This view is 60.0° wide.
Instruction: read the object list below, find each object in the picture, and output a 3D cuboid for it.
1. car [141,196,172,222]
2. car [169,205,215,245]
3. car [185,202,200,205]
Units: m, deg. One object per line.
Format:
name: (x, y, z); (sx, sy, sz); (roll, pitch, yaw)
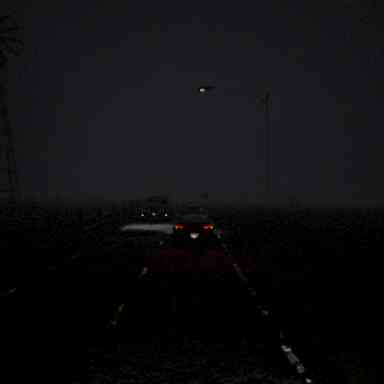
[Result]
car: (-2.856, 1.320, 27.710); (2.150, 2.045, 5.566); (0, 0, 0)
car: (0.077, 1.582, 15.701); (1.812, 1.442, 4.674); (0, 0, 0)
car: (0.089, 1.635, 30.583); (1.812, 1.442, 4.674); (0, 0, 0)
